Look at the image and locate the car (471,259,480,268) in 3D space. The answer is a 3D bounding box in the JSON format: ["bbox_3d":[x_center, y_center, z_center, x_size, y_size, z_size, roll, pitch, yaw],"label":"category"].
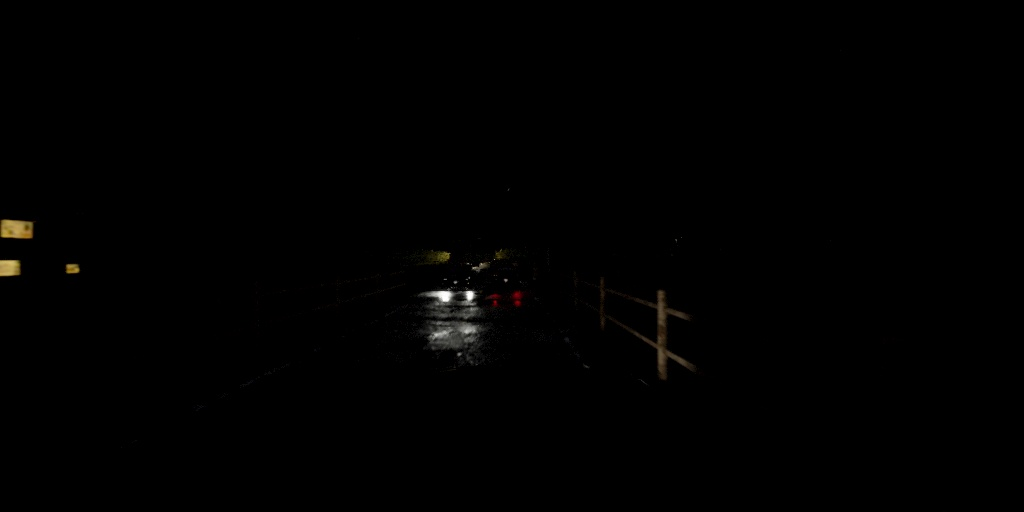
[{"bbox_3d":[-6.638,1.366,63.772,1.837,1.490,4.892,0,0,-6],"label":"car"}]

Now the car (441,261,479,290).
[{"bbox_3d":[-3.362,1.274,23.064,1.837,1.490,4.892,1,0,-3],"label":"car"}]

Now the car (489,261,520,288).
[{"bbox_3d":[-0.472,1.303,24.282,1.812,1.442,4.674,0,0,-3],"label":"car"}]
